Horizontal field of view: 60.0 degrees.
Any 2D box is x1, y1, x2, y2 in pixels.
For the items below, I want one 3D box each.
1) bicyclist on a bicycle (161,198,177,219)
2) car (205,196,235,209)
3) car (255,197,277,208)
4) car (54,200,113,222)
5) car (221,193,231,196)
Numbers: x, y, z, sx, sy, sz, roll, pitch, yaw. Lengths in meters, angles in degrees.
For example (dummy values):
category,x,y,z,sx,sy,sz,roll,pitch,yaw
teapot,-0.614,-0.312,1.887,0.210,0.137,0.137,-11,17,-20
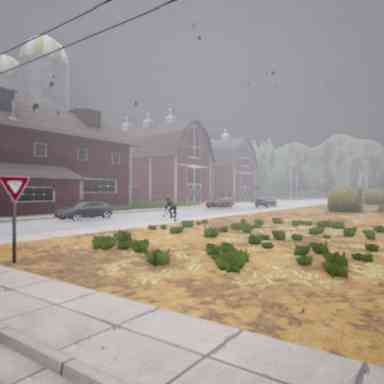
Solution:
category,x,y,z,sx,sy,sz,roll,pitch,yaw
bicyclist on a bicycle,-1.565,1.261,23.377,1.656,1.620,0.582,0,0,35
car,3.666,1.555,44.009,1.895,1.301,4.718,0,0,35
car,10.692,1.461,47.806,1.837,1.490,4.892,0,0,35
car,-8.502,1.461,26.499,1.837,1.490,4.892,0,0,35
car,5.668,1.095,54.151,1.905,1.878,3.866,6,1,-8
